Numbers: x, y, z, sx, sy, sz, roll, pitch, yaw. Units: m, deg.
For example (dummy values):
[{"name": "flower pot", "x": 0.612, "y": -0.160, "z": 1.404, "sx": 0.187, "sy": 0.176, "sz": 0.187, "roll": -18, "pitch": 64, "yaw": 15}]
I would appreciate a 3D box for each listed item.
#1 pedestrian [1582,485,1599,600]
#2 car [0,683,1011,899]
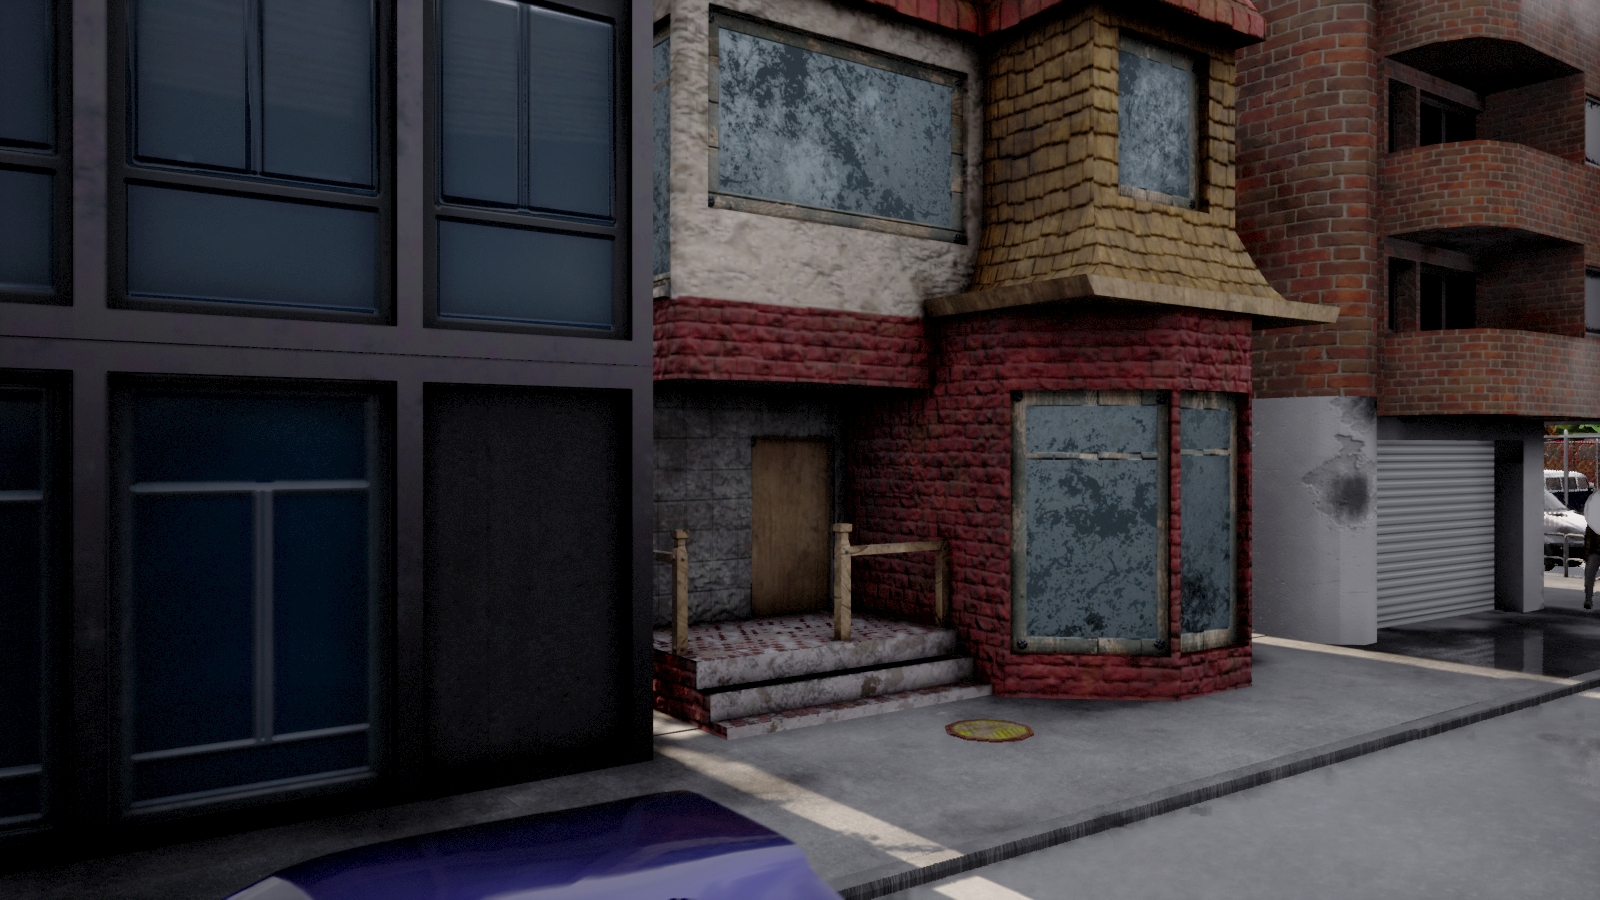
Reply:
[{"name": "pedestrian", "x": 13.076, "y": 1.507, "z": 18.681, "sx": 0.375, "sy": 1.860, "sz": 0.375, "roll": 0, "pitch": 0, "yaw": -39}, {"name": "car", "x": -1.332, "y": 1.816, "z": 3.414, "sx": 3.633, "sy": 1.501, "sz": 1.845, "roll": 0, "pitch": 0, "yaw": -35}]
